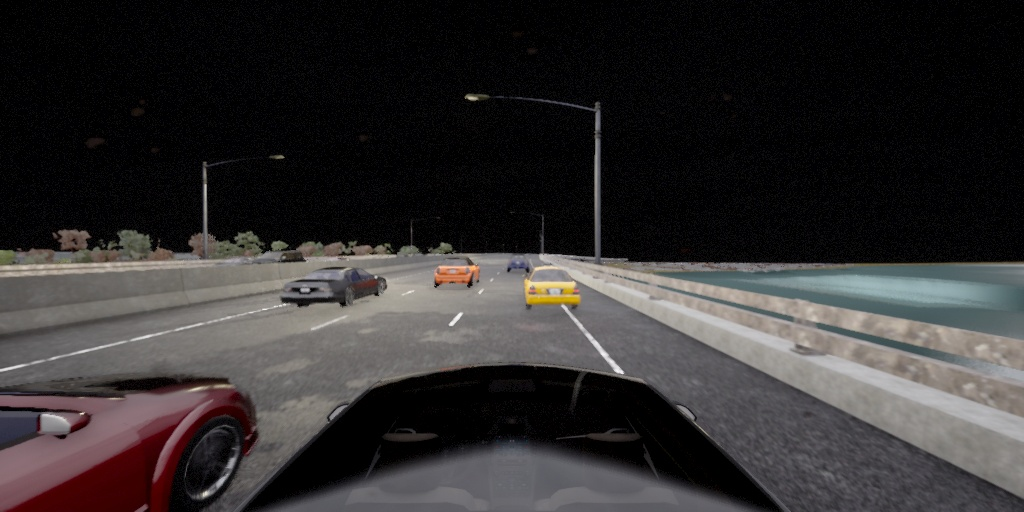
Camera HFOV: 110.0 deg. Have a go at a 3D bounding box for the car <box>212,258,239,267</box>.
[{"bbox_3d":[-24.104,0.881,31.813,2.128,1.511,4.902,0,1,2],"label":"car"}]

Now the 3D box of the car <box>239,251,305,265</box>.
[{"bbox_3d":[-20.614,0.606,31.591,2.150,2.045,5.566,0,1,1],"label":"car"}]

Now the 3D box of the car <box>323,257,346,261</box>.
[{"bbox_3d":[-17.043,0.867,34.172,1.812,1.442,4.674,0,1,2],"label":"car"}]

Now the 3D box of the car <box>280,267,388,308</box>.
[{"bbox_3d":[-6.756,1.135,14.293,2.033,1.411,5.357,0,1,1],"label":"car"}]

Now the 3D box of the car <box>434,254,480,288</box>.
[{"bbox_3d":[-3.134,0.835,21.324,2.097,1.767,4.553,0,1,1],"label":"car"}]

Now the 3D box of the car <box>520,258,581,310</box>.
[{"bbox_3d":[1.359,1.034,13.672,1.801,1.575,5.366,0,1,1],"label":"car"}]

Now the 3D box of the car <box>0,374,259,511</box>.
[{"bbox_3d":[-3.385,1.322,1.632,1.994,1.385,4.181,0,1,0],"label":"car"}]

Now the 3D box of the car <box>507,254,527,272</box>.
[{"bbox_3d":[0.634,0.627,36.027,2.097,1.767,4.553,0,1,2],"label":"car"}]
